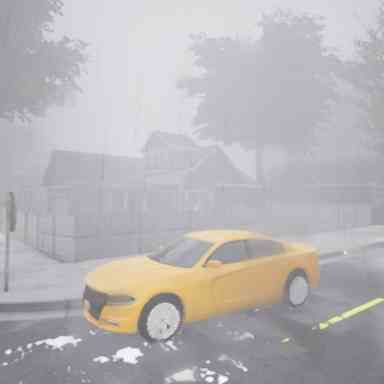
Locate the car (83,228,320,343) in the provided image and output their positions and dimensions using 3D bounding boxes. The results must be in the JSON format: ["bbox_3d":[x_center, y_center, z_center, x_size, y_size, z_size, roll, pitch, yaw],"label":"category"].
[{"bbox_3d":[0.421,1.537,6.680,5.008,1.535,1.882,0,-1,-33],"label":"car"}]
